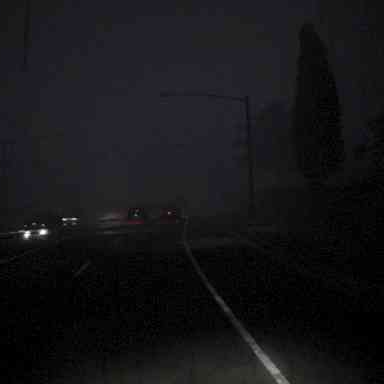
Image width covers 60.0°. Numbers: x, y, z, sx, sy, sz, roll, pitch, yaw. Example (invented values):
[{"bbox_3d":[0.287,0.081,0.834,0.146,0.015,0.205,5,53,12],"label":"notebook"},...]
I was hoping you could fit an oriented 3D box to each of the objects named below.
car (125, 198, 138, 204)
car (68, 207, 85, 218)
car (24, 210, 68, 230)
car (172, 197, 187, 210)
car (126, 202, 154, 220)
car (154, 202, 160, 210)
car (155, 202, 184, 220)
[{"bbox_3d":[-12.687,2.244,69.884,2.150,2.045,5.566,-3,-1,0],"label":"car"},{"bbox_3d":[-16.259,2.817,45.778,1.994,1.385,4.181,-3,-1,0],"label":"car"},{"bbox_3d":[-12.805,2.427,28.954,1.994,1.385,4.181,-3,-1,0],"label":"car"},{"bbox_3d":[-2.101,1.929,55.800,2.150,2.045,5.566,-3,-1,0],"label":"car"},{"bbox_3d":[-5.607,2.111,35.412,1.837,1.490,4.892,-3,-1,0],"label":"car"},{"bbox_3d":[-5.591,2.327,52.656,2.128,1.511,4.902,-3,-1,0],"label":"car"},{"bbox_3d":[-2.109,1.967,32.723,1.994,1.385,4.181,-3,-1,0],"label":"car"}]
